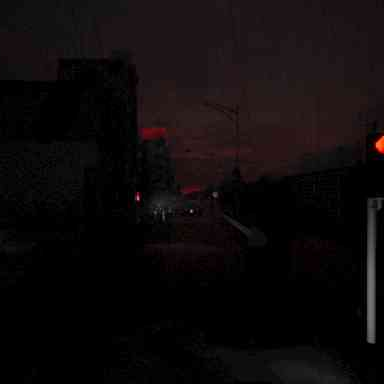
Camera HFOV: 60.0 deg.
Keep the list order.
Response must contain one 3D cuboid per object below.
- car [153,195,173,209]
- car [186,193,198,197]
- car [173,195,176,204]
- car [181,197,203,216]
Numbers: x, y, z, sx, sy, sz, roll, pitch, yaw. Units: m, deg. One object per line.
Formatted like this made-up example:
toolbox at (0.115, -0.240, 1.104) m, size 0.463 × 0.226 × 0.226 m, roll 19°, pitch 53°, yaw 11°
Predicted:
car at (-4.119, 1.491, 44.361) m, size 2.128 × 1.511 × 4.902 m, roll 0°, pitch 0°, yaw 0°
car at (-0.036, 1.221, 66.305) m, size 2.150 × 2.045 × 5.566 m, roll 0°, pitch 0°, yaw 0°
car at (-4.118, 1.601, 53.645) m, size 1.895 × 1.301 × 4.718 m, roll 0°, pitch 0°, yaw 0°
car at (0.044, 1.525, 32.693) m, size 1.812 × 1.442 × 4.674 m, roll 0°, pitch 0°, yaw 2°
